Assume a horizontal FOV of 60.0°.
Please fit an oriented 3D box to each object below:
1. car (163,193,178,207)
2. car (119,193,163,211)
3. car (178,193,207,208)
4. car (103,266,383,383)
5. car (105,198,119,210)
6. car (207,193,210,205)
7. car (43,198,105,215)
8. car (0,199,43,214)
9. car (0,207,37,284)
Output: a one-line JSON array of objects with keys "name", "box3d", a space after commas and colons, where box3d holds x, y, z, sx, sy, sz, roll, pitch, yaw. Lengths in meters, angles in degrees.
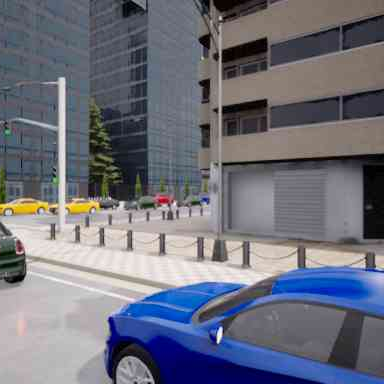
[{"name": "car", "box3d": [-4.896, 1.152, 47.689, 2.150, 2.045, 5.566, 0, 0, 35]}, {"name": "car", "box3d": [-6.095, 1.284, 40.064, 2.097, 1.767, 4.553, 0, 0, 36]}, {"name": "car", "box3d": [-0.288, 1.284, 48.073, 2.097, 1.767, 4.553, 0, 0, 36]}, {"name": "car", "box3d": [1.287, 1.477, 3.073, 5.008, 1.535, 1.882, 0, 0, 36]}, {"name": "car", "box3d": [-10.807, 1.422, 39.524, 2.128, 1.511, 4.902, 0, 0, 36]}, {"name": "car", "box3d": [1.127, 1.152, 55.957, 2.150, 2.045, 5.566, 0, 0, 36]}, {"name": "car", "box3d": [-11.465, 1.409, 32.645, 1.882, 1.535, 5.008, 0, 0, 36]}, {"name": "car", "box3d": [-16.320, 1.408, 31.915, 1.882, 1.535, 5.008, 0, 0, 36]}, {"name": "car", "box3d": [-6.209, 1.348, 8.413, 4.553, 1.767, 2.097, 0, 0, 36]}]
